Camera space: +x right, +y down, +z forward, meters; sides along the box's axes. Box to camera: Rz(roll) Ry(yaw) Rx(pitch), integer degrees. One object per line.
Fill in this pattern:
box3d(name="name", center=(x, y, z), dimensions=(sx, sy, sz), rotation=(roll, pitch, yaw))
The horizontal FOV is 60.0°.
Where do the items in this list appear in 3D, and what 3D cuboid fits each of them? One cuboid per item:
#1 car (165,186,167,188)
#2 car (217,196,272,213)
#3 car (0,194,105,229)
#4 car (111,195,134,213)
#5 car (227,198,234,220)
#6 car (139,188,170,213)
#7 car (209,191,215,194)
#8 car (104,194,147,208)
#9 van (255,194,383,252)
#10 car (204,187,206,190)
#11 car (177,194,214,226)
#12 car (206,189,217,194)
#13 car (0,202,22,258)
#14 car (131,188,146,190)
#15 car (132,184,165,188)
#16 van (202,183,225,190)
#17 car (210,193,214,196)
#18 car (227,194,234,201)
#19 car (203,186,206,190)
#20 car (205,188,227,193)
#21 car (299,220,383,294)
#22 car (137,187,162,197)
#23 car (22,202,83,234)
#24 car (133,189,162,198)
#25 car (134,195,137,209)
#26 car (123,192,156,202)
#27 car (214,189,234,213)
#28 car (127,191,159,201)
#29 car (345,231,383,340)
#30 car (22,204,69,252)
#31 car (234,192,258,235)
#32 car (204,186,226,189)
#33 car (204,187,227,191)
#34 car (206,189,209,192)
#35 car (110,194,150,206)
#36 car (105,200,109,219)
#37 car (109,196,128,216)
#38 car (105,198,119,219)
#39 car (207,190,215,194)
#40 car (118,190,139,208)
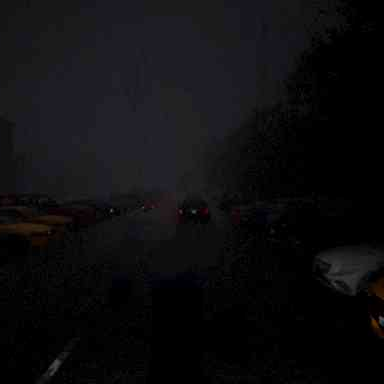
box3d(name="car", center=(-8.001, 0.031, 65.633), dimensions=(4.792, 1.488, 2.163), rotation=(0, 3, 0))
box3d(name="car", center=(5.050, 1.230, 32.384), dimensions=(5.008, 1.535, 2.097), rotation=(0, 1, 0))
box3d(name="car", center=(-8.009, 1.128, 18.281), dimensions=(5.566, 2.045, 2.435), rotation=(0, 0, 0))
box3d(name="car", center=(-8.042, 1.279, 29.427), dimensions=(5.008, 1.535, 2.097), rotation=(0, 1, 0))
box3d(name="car", center=(5.038, 1.362, 21.228), dimensions=(5.008, 1.535, 2.097), rotation=(0, 0, 0))
box3d(name="car", center=(-3.593, 0.952, 33.477), dimensions=(2.150, 2.045, 5.566), rotation=(0, 1, 0))
box3d(name="car", center=(5.040, 0.970, 43.405), dimensions=(4.892, 1.521, 2.231), rotation=(0, 2, 0))
box3d(name="car", center=(-8.005, 1.080, 40.570), dimensions=(4.792, 1.488, 2.163), rotation=(0, 1, 0))
box3d(name="van", center=(4.925, 1.184, 12.749), dimensions=(4.442, 1.987, 1.878), rotation=(0, 0, 0))
box3d(name="car", center=(5.078, 0.327, 60.135), dimensions=(4.792, 1.488, 2.163), rotation=(0, 3, 0))
box3d(name="car", center=(0.106, 1.220, 22.289), dimensions=(2.097, 1.767, 4.553), rotation=(0, 1, 0))
box3d(name="car", center=(5.042, 0.780, 49.110), dimensions=(5.008, 1.535, 2.097), rotation=(0, 2, 0))
box3d(name="car", center=(-8.070, 1.300, 10.057), dimensions=(4.553, 1.767, 2.185), rotation=(0, 0, 0))
box3d(name="car", center=(-8.064, 0.758, 46.138), dimensions=(4.553, 1.767, 2.185), rotation=(0, 2, 0))
box3d(name="car", center=(-8.003, 0.187, 57.272), dimensions=(5.566, 2.045, 2.435), rotation=(0, 3, 0))
box3d(name="van", center=(4.924, -0.382, 68.480), dimensions=(4.442, 1.987, 1.878), rotation=(-1, 3, 0))
box3d(name="car", center=(4.860, 1.174, 35.173), dimensions=(5.366, 1.575, 1.946), rotation=(0, 1, 0))
box3d(name="car", center=(5.075, 1.216, 24.013), dimensions=(4.553, 1.767, 2.185), rotation=(0, 1, 0))
box3d(name="car", center=(5.053, 0.030, 65.825), dimensions=(4.674, 1.452, 2.002), rotation=(0, 3, 0))
box3d(name="car", center=(5.234, 0.560, 54.552), dimensions=(5.366, 1.575, 1.946), rotation=(0, 3, 0))
box3d(name="car", center=(5.043, 1.481, 7.181), dimensions=(4.674, 1.452, 2.002), rotation=(0, 0, 0))
box3d(name="car", center=(-7.999, 0.029, 62.843), dimensions=(4.553, 1.767, 2.185), rotation=(0, 3, 0))
box3d(name="car", center=(-8.043, 1.395, 15.499), dimensions=(5.008, 1.535, 2.097), rotation=(0, 0, 0))
box3d(name="car", center=(-8.036, 0.301, 60.074), dimensions=(5.008, 1.535, 2.097), rotation=(0, 3, 0))
box3d(name="car", center=(-8.032, 1.274, 32.216), dimensions=(4.674, 1.452, 2.002), rotation=(0, 1, 0))
box3d(name="car", center=(-8.061, 0.713, 51.722), dimensions=(4.792, 1.488, 2.163), rotation=(0, 2, 0))
box3d(name="car", center=(5.073, 1.024, 29.591), dimensions=(5.566, 2.045, 2.435), rotation=(0, 1, 0))
box3d(name="car", center=(-8.038, 0.567, 54.497), dimensions=(4.892, 1.521, 2.231), rotation=(0, 2, 0))
box3d(name="car", center=(5.046, 1.456, 4.395), dimensions=(5.008, 1.535, 2.097), rotation=(0, 0, 0))
box3d(name="car", center=(-7.853, 1.408, 12.716), dimensions=(5.366, 1.575, 1.946), rotation=(0, 0, 0))
box3d(name="car", center=(5.014, 1.143, 15.534), dimensions=(5.566, 2.045, 2.435), rotation=(0, 0, 0))
box3d(name="car", center=(5.052, 0.184, 63.044), dimensions=(4.674, 1.452, 2.002), rotation=(0, 3, 0))
box3d(name="car", center=(5.234, 0.432, 57.345), dimensions=(5.366, 1.575, 1.946), rotation=(0, 3, 0))
box3d(name="car", center=(5.019, 0.705, 51.900), dimensions=(4.792, 1.488, 2.163), rotation=(0, 2, 0))
box3d(name="car", center=(-8.063, 1.001, 43.357), dimensions=(4.792, 1.488, 2.163), rotation=(0, 2, 0))
box3d(name="car", center=(-8.039, 1.404, 21.065), dimensions=(4.674, 1.452, 2.002), rotation=(0, 0, 0))
box3d(name="car", center=(-8.041, 1.315, 26.638), dimensions=(5.008, 1.535, 2.097), rotation=(0, 1, 0))
box3d(name="car", center=(-8.066, 1.373, 23.851), dimensions=(4.792, 1.488, 2.163), rotation=(0, 0, 0))
box3d(name="car", center=(5.042, 0.877, 46.321), dimensions=(5.008, 1.535, 2.097), rotation=(0, 2, 0))
box3d(name="car", center=(-8.003, 0.995, 37.780), dimensions=(4.553, 1.767, 2.185), rotation=(0, 1, 0))
